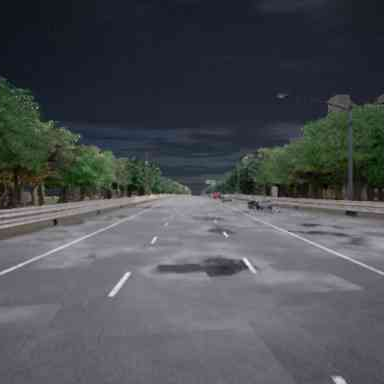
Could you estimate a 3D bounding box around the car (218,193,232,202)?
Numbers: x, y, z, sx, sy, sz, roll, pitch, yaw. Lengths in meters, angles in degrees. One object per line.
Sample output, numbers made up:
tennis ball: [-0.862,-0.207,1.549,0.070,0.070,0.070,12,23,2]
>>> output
car: [7.018,1.374,68.312,2.033,1.411,5.357,0,0,0]

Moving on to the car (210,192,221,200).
car: [7.094,1.072,93.319,2.150,2.045,5.566,0,0,0]

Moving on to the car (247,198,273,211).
car: [7.849,1.404,38.791,2.128,1.511,4.902,0,0,-6]
